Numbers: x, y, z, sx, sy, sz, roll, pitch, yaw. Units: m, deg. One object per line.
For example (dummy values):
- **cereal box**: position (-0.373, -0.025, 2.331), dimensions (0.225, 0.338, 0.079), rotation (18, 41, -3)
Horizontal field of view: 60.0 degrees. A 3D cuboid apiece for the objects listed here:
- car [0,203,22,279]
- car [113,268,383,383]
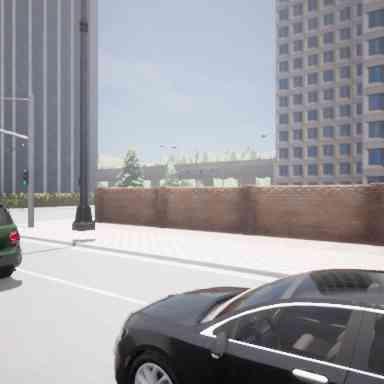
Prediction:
- **car**: position (-6.715, 1.217, 8.752), dimensions (5.566, 2.045, 2.150), rotation (0, 0, 35)
- **car**: position (1.368, 1.505, 3.016), dimensions (4.892, 1.490, 1.837), rotation (0, 0, 35)
